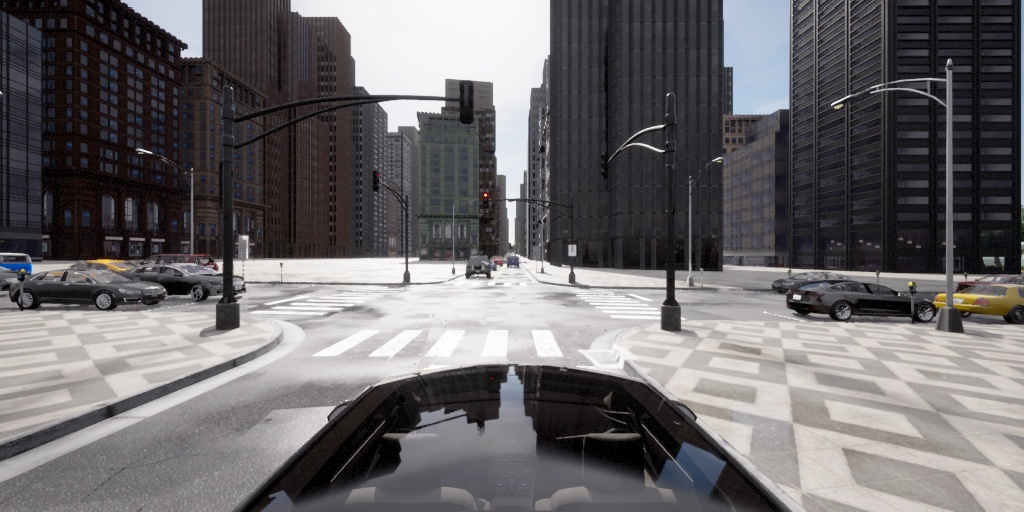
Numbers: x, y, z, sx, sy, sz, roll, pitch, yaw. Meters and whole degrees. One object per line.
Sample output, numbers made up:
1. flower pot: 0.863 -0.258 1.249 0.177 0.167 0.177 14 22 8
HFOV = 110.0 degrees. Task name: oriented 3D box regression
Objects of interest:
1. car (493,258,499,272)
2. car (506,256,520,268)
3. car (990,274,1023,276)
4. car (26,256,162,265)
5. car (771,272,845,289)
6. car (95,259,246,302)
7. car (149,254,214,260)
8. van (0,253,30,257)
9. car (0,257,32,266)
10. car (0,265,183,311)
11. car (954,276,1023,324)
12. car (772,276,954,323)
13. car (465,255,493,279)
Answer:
1. car: -3.026 1.275 47.464 1.812 1.442 4.674 0 0 0
2. car: 0.190 0.973 62.667 2.150 2.045 5.566 0 0 0
3. car: 29.095 1.765 21.150 4.507 1.381 1.888 0 0 0
4. car: -21.314 0.949 18.549 5.008 1.535 1.882 1 0 0
5. car: 17.809 1.591 21.169 4.403 1.370 2.007 0 0 0
6. car: -14.136 1.065 15.348 4.902 1.511 2.128 1 0 1
7. car: -20.198 0.799 21.138 5.009 1.841 2.192 0 0 0
8. van: -31.116 0.680 21.157 3.998 1.789 1.690 0 0 0
9. car: -23.551 0.935 15.377 4.902 1.511 2.128 1 0 0
10. car: -14.764 1.116 12.604 4.403 1.370 2.007 0 0 0
11. car: 17.956 1.571 12.644 4.829 1.417 1.751 0 0 0
12. car: 12.143 1.524 12.654 4.313 1.339 1.948 0 0 0
13. car: -3.091 0.970 33.388 2.150 2.045 5.566 0 0 -3
